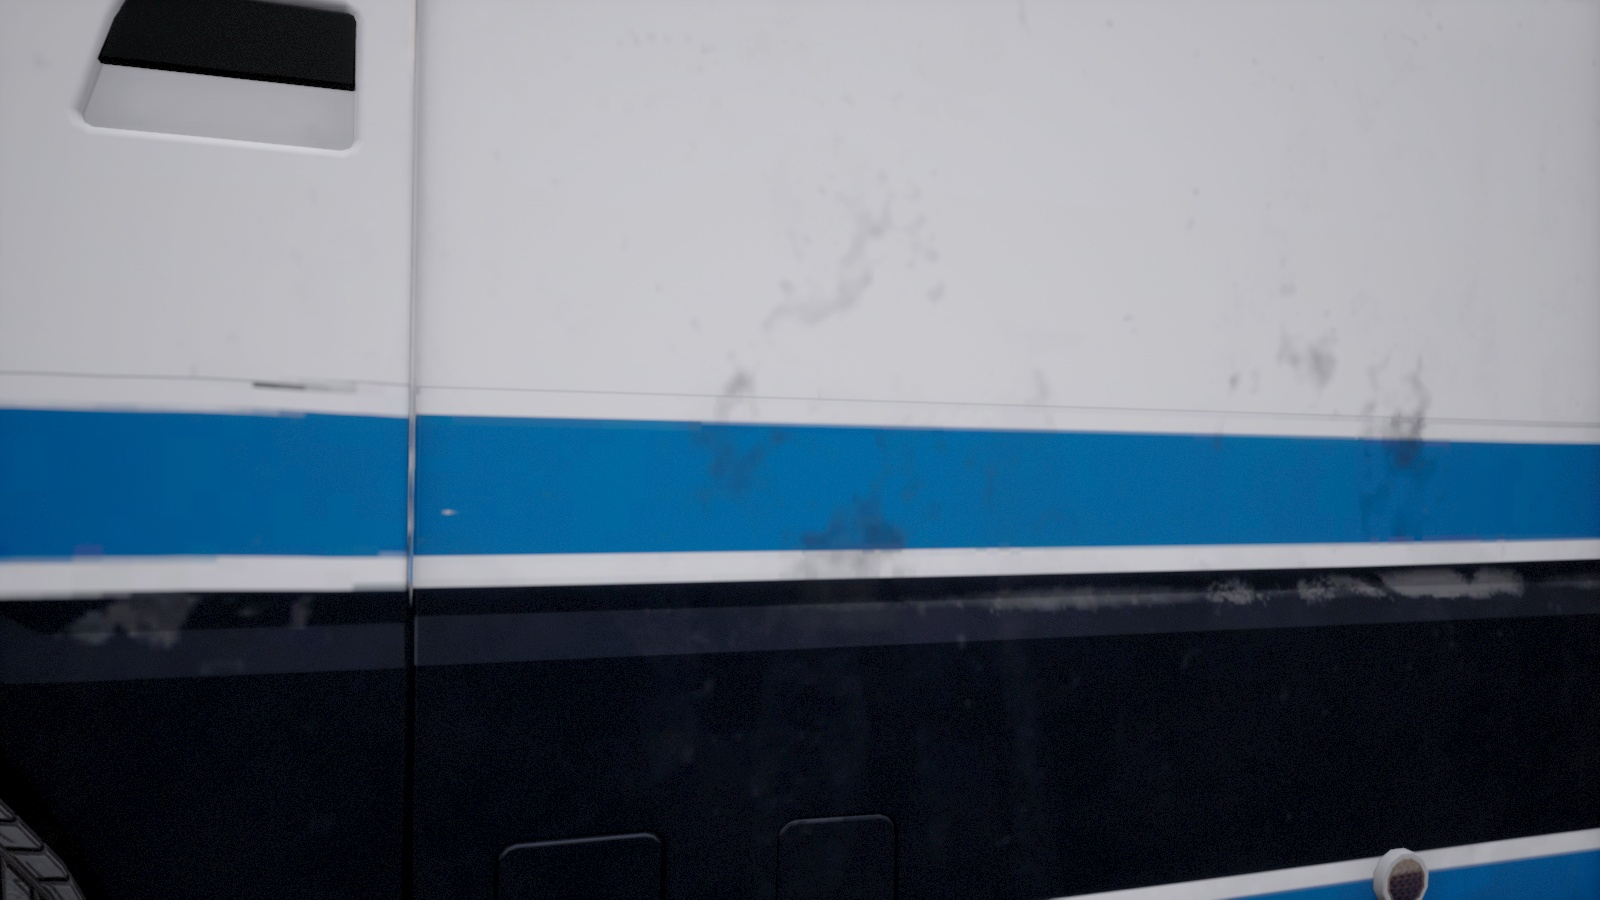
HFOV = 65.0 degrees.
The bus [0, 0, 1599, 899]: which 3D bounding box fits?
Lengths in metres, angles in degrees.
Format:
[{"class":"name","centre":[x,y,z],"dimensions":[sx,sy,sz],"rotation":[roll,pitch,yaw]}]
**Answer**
[{"class":"bus","centre":[0.960,-0.633,3.588],"dimensions":[10.273,4.253,3.944],"rotation":[0,1,-21]}]
